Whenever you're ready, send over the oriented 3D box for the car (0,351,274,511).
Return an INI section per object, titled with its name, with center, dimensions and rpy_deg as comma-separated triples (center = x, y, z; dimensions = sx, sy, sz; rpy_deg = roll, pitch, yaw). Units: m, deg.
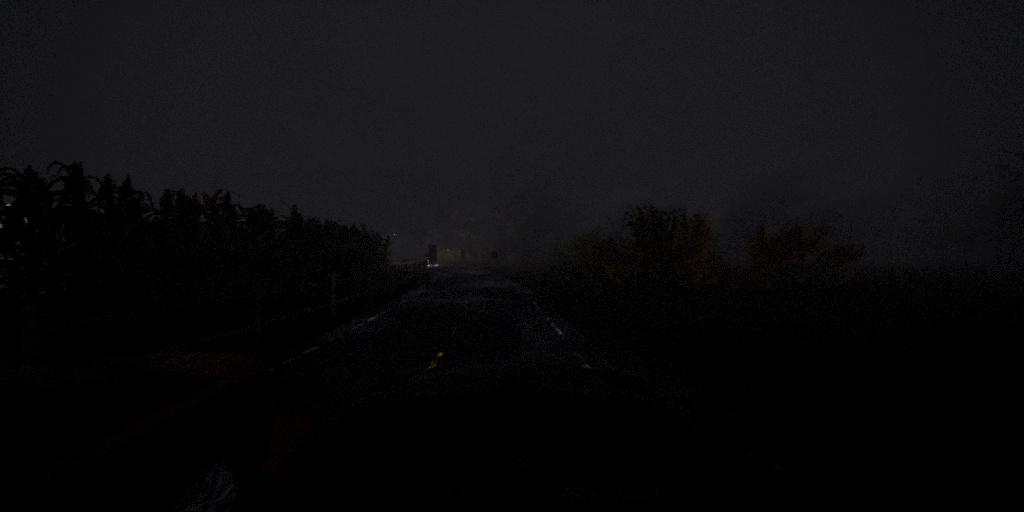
[car]
center = -2.917, 1.239, 0.893
dimensions = 1.882, 1.535, 5.008
rpy_deg = 0, 0, 0
